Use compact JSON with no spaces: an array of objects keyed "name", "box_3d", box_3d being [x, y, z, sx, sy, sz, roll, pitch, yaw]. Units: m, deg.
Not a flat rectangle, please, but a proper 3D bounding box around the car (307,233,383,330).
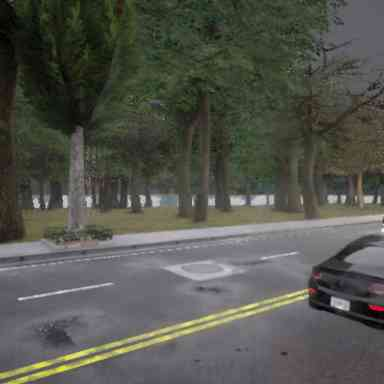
[{"name":"car","box_3d":[4.119,1.530,6.379,4.674,1.442,1.812,0,0,-36]}]
